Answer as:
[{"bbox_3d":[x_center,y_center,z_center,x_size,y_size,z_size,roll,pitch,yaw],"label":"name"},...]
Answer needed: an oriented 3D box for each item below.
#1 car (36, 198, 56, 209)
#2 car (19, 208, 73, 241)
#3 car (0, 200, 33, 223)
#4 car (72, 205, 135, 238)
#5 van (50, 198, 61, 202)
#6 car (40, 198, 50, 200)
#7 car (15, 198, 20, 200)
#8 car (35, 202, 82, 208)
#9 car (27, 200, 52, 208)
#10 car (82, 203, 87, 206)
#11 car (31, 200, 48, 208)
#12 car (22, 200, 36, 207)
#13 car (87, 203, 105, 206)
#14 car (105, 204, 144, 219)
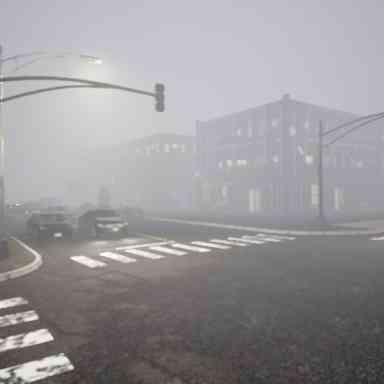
[{"bbox_3d":[-25.130,1.916,57.191,2.192,1.841,5.009,-2,0,-35],"label":"car"},{"bbox_3d":[-7.959,1.808,18.406,1.947,1.339,4.313,-2,0,-35],"label":"car"},{"bbox_3d":[-15.909,1.840,29.782,1.967,1.590,4.097,-2,0,-35],"label":"car"},{"bbox_3d":[-5.280,1.726,19.335,1.812,1.442,4.674,-1,0,-34],"label":"car"},{"bbox_3d":[-21.921,1.884,52.682,1.690,1.788,3.998,-2,0,-35],"label":"van"},{"bbox_3d":[-23.889,2.062,50.999,2.128,1.511,4.902,-1,0,-35],"label":"car"},{"bbox_3d":[-29.917,2.245,59.474,1.994,1.385,4.181,-1,0,-35],"label":"car"},{"bbox_3d":[-11.236,1.866,27.697,2.033,1.411,5.357,-1,0,-36],"label":"car"},{"bbox_3d":[-17.242,1.927,36.156,2.128,1.511,4.902,-1,0,-35],"label":"car"},{"bbox_3d":[-12.287,1.943,39.152,1.802,1.307,4.206,-2,0,-35],"label":"car"},{"bbox_3d":[-28.334,2.204,61.702,1.887,1.381,4.507,-2,0,-35],"label":"car"},{"bbox_3d":[-34.752,2.340,70.722,1.947,1.339,4.313,-2,0,-35],"label":"car"},{"bbox_3d":[-9.079,1.881,34.643,1.802,1.307,4.206,-2,0,-35],"label":"car"},{"bbox_3d":[-5.870,1.787,30.133,2.008,1.369,4.403,-2,0,-35],"label":"car"}]
